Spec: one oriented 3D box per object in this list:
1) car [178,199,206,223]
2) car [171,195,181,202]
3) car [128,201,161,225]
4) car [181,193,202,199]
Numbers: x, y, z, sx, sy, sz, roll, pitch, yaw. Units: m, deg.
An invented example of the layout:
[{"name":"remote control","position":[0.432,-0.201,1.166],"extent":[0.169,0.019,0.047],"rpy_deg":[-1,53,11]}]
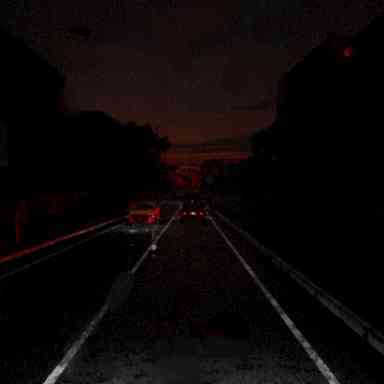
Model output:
[{"name":"car","position":[0.074,1.531,25.283],"extent":[2.033,1.411,5.357],"rpy_deg":[0,0,0]},{"name":"car","position":[-2.973,1.211,65.548],"extent":[1.994,1.385,4.181],"rpy_deg":[0,1,1]},{"name":"car","position":[-3.337,1.461,23.985],"extent":[1.882,1.535,5.008],"rpy_deg":[0,0,0]},{"name":"car","position":[0.064,1.156,40.744],"extent":[2.150,2.045,5.566],"rpy_deg":[0,1,0]}]
